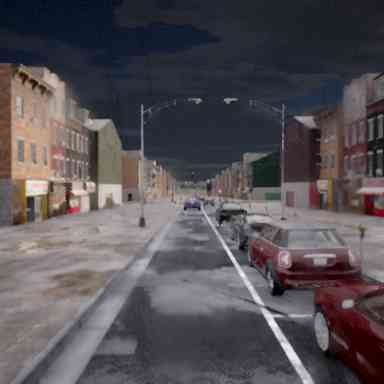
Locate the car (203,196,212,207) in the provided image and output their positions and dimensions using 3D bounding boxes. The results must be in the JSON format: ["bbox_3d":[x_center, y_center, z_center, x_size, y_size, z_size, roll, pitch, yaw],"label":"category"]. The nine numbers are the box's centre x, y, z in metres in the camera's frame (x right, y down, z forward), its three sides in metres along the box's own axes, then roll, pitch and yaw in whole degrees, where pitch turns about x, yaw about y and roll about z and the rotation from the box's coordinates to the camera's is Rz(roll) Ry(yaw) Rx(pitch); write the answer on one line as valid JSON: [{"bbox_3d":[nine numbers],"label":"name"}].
[{"bbox_3d":[2.623,1.607,53.107,2.008,1.369,4.403,-1,0,0],"label":"car"}]

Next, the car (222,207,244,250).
[{"bbox_3d":[2.623,1.558,14.287,2.008,1.369,4.403,-1,0,0],"label":"car"}]

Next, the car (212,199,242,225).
[{"bbox_3d":[2.750,1.494,24.295,1.882,1.535,5.008,0,0,0],"label":"car"}]

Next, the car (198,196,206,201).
[{"bbox_3d":[2.623,1.664,85.552,1.887,1.381,4.507,-1,0,0],"label":"car"}]

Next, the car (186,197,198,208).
[{"bbox_3d":[0.002,1.531,51.205,1.882,1.535,5.008,0,0,0],"label":"car"}]

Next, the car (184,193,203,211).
[{"bbox_3d":[0.042,1.391,42.071,2.097,1.767,4.553,0,0,0],"label":"car"}]

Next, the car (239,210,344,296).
[{"bbox_3d":[2.620,1.444,8.741,1.967,1.590,4.097,-1,0,0],"label":"car"}]

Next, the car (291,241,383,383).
[{"bbox_3d":[2.623,1.545,3.196,1.887,1.381,4.507,-1,0,0],"label":"car"}]
